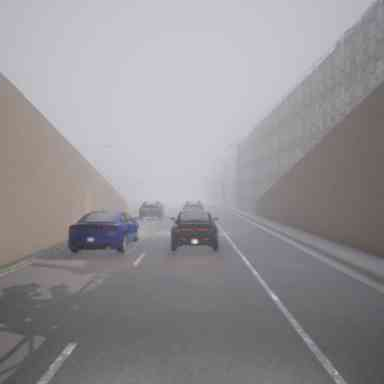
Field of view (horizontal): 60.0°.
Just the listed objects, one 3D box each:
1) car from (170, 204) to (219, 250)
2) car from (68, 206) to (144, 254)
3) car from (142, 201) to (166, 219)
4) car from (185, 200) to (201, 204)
[{"bbox_3d":[0.103,1.511,14.333,1.837,1.490,4.892,0,0,0],"label":"car"},{"bbox_3d":[-3.398,1.483,13.625,1.882,1.535,5.008,0,-1,0],"label":"car"},{"bbox_3d":[-3.395,1.502,28.679,2.128,1.511,4.902,0,0,0],"label":"car"},{"bbox_3d":[0.106,1.501,30.202,2.128,1.511,4.902,0,0,0],"label":"car"}]
